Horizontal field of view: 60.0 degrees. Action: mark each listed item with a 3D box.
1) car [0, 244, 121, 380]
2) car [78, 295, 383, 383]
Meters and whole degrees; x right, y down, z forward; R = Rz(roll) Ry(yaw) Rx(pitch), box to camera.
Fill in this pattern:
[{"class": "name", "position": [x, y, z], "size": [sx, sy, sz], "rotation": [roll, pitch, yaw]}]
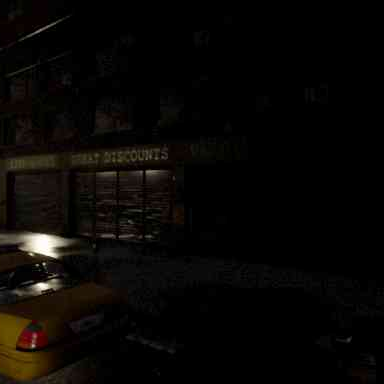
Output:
[{"class": "car", "position": [-3.117, 1.521, 5.312], "size": [4.829, 1.417, 1.752], "rotation": [0, 1, 35]}, {"class": "car", "position": [1.568, 1.551, 1.969], "size": [4.403, 1.369, 2.008], "rotation": [0, 1, 35]}]
